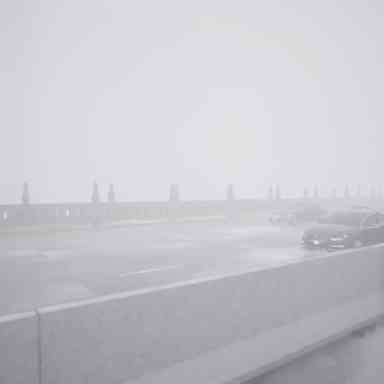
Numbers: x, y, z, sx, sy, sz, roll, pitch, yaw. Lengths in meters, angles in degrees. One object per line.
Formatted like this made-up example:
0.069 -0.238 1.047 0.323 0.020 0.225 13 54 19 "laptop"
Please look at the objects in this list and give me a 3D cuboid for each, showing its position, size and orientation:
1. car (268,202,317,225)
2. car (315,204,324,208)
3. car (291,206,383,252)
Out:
7.110 1.431 21.950 4.902 1.511 2.128 0 0 -35 "car"
9.449 1.502 19.320 4.181 1.385 1.994 0 0 -35 "car"
6.194 1.464 12.704 4.892 1.490 1.837 0 0 -35 "car"
